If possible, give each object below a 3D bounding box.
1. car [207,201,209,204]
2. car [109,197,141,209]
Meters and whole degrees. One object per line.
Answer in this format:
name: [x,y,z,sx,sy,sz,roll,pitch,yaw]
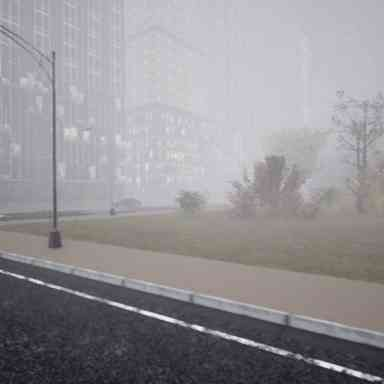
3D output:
car: [1.156,1.458,61.435,2.097,1.767,4.553,-1,-1,37]
car: [-9.516,1.554,47.424,1.882,1.535,5.008,-1,-1,37]
